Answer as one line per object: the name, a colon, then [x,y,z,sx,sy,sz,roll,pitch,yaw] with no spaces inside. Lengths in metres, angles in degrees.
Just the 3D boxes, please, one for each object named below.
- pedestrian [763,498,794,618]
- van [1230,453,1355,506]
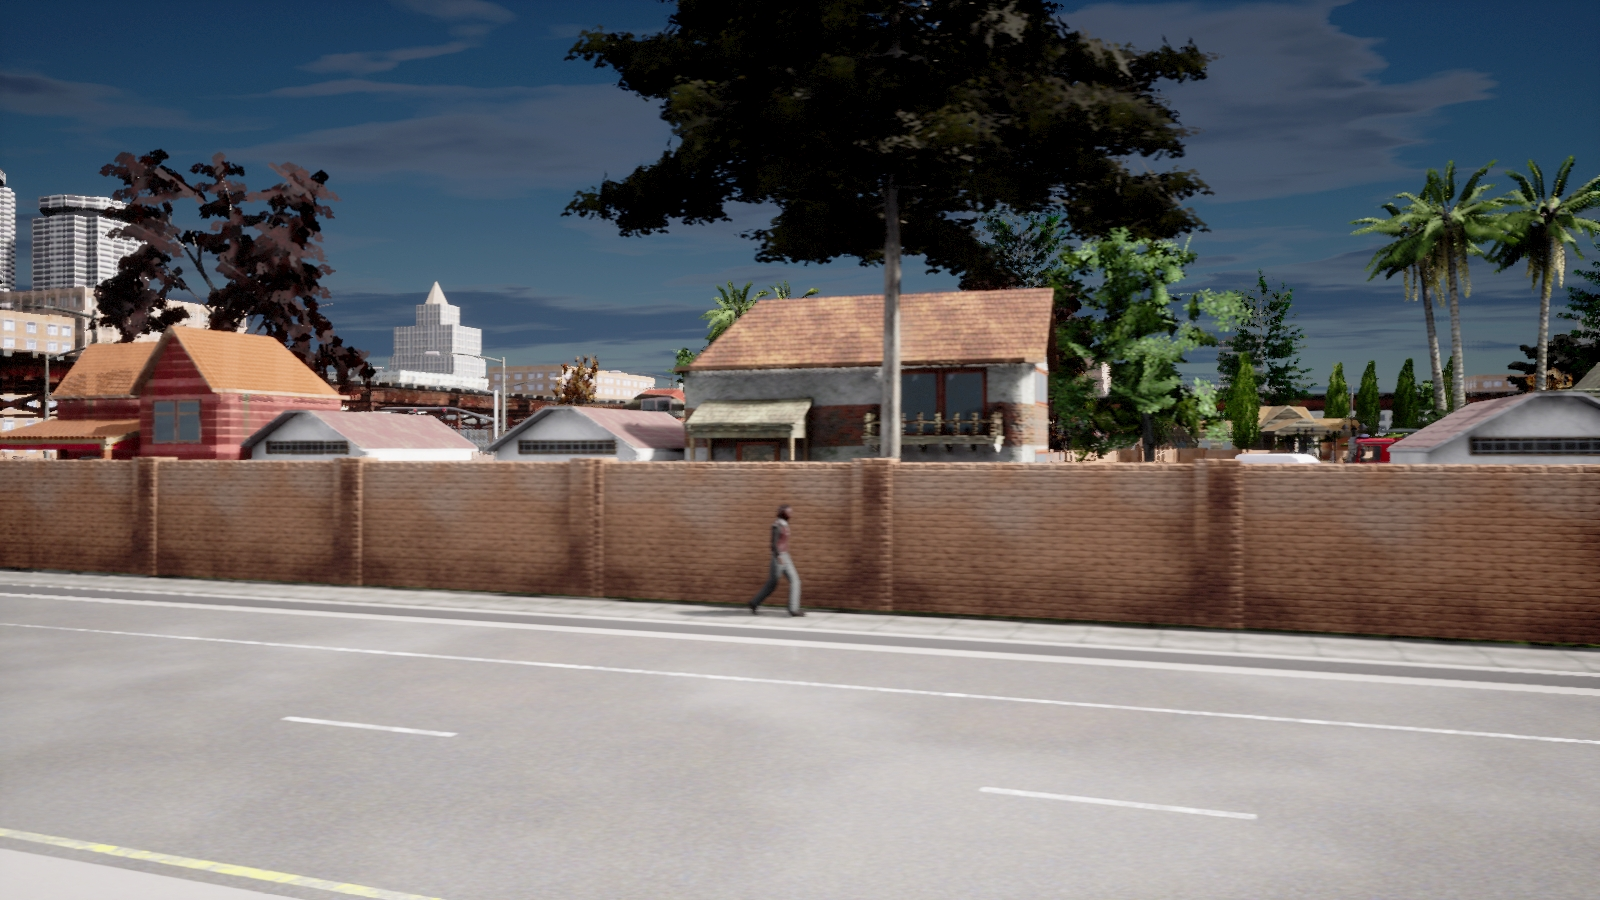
pedestrian: [-0.340,1.698,18.086,0.375,1.860,0.375,0,0,21]
van: [25.823,1.498,60.104,1.988,2.561,5.915,-2,1,-32]
